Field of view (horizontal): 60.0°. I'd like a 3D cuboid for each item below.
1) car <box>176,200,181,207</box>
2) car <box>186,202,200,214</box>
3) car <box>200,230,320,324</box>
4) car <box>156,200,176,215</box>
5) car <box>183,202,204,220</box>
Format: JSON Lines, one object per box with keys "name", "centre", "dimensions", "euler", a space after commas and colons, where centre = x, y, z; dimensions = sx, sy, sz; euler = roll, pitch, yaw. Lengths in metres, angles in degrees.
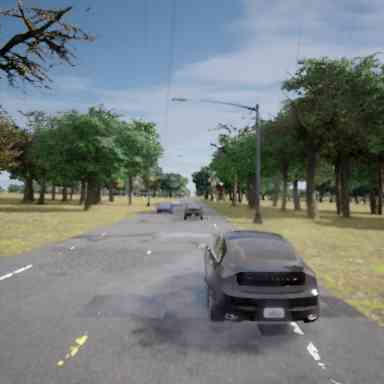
{"name": "car", "centre": [-3.353, 2.515, 74.952], "dimensions": [1.812, 1.442, 4.674], "euler": [0, -1, 0]}
{"name": "car", "centre": [0.128, 2.144, 45.360], "dimensions": [1.812, 1.442, 4.674], "euler": [0, -1, 1]}
{"name": "car", "centre": [1.241, 1.606, 7.436], "dimensions": [1.837, 1.490, 4.892], "euler": [0, -1, 0]}
{"name": "car", "centre": [-3.511, 2.071, 43.249], "dimensions": [1.882, 1.535, 5.008], "euler": [0, -1, 0]}
{"name": "car", "centre": [0.138, 1.961, 33.428], "dimensions": [1.837, 1.490, 4.892], "euler": [0, -1, 0]}
